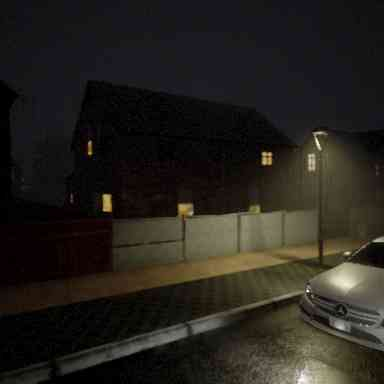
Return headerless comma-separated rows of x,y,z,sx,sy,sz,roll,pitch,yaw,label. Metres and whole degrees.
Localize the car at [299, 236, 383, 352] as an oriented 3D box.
3.889,1.524,5.842,4.674,1.442,1.812,0,0,-35,car
